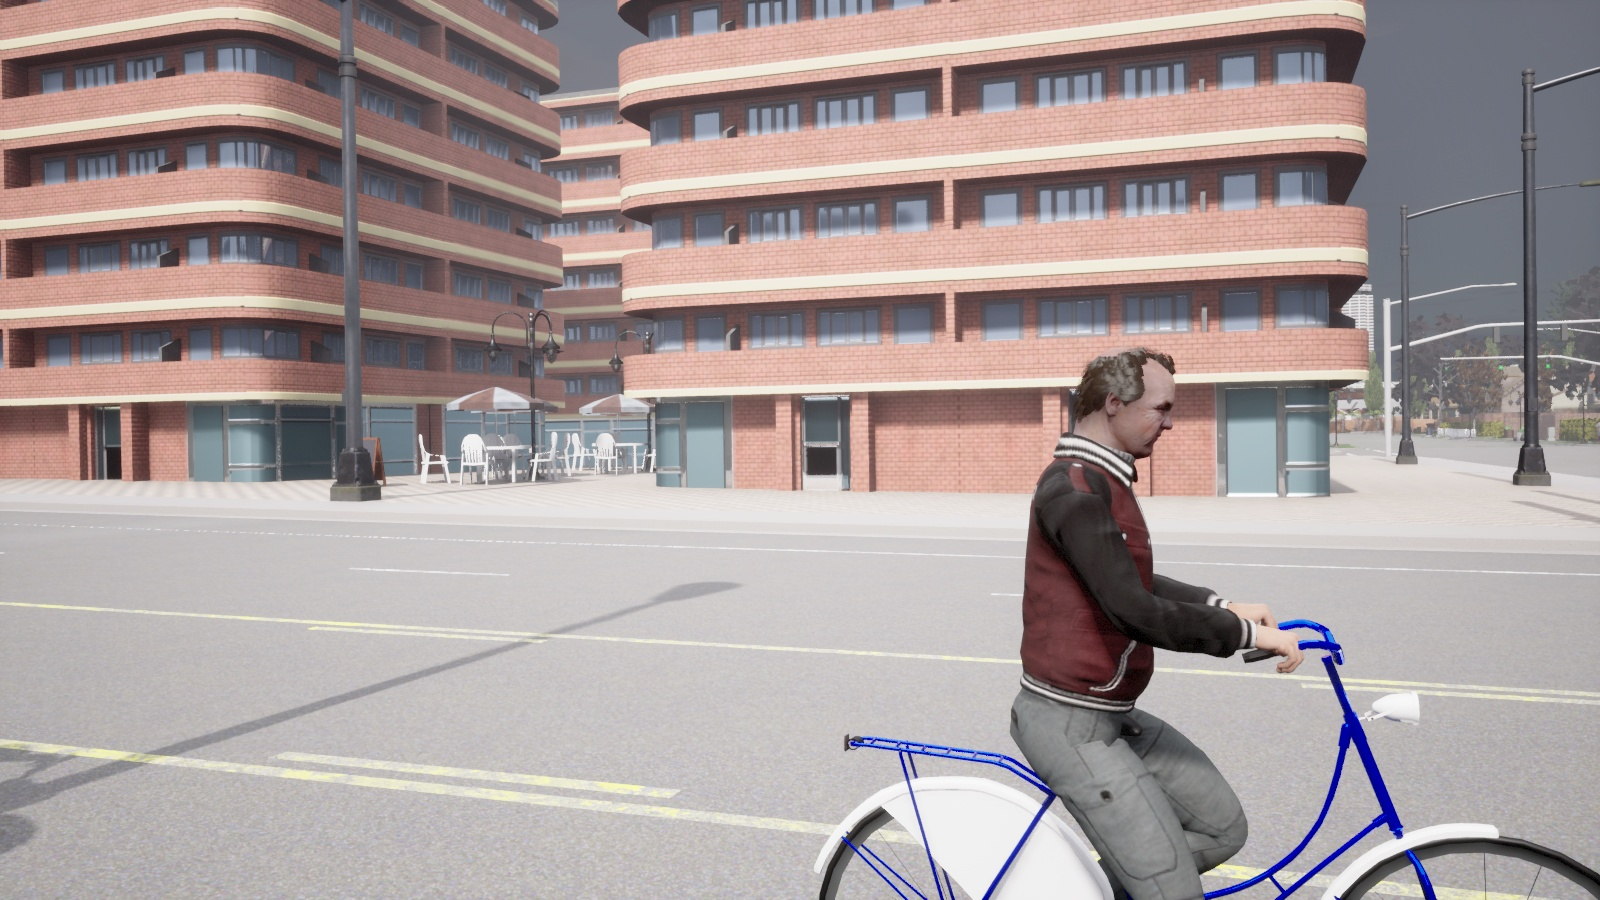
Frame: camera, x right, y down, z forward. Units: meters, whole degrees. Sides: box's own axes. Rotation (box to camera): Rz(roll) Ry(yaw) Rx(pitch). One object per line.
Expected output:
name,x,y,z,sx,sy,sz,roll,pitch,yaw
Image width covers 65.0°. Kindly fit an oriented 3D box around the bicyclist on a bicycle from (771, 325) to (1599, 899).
bicyclist on a bicycle,0.914,0.654,2.814,1.843,1.776,0.659,0,1,18
